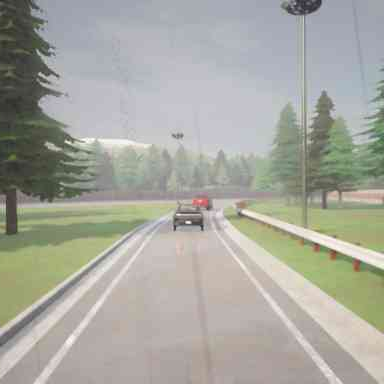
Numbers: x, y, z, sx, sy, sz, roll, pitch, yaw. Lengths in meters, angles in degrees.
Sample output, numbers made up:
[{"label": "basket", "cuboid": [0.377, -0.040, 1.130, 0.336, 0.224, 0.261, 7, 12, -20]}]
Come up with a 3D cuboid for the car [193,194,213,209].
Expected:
[{"label": "car", "cuboid": [1.431, 1.233, 42.671, 2.150, 2.045, 5.566, 0, 0, 9]}]

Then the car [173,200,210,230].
[{"label": "car", "cuboid": [-0.177, 1.500, 21.122, 2.128, 1.511, 4.902, 0, 0, 1]}]
